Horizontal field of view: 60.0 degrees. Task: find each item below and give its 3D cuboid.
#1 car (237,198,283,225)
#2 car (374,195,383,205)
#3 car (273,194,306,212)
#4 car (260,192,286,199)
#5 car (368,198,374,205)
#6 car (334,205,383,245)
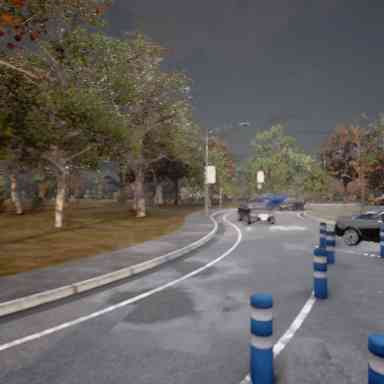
[{"bbox_3d":[4.462,1.434,23.677,2.128,1.511,4.902,0,0,-3],"label":"car"},{"bbox_3d":[27.974,1.234,44.912,5.008,1.535,1.882,0,0,4],"label":"car"},{"bbox_3d":[11.181,1.335,37.096,1.837,1.490,4.892,-2,-1,38],"label":"car"},{"bbox_3d":[9.721,1.036,40.537,2.150,2.045,5.566,-1,0,42],"label":"car"},{"bbox_3d":[28.167,1.185,48.155,5.008,1.535,1.882,0,0,4],"label":"car"},{"bbox_3d":[8.153,1.485,13.233,2.128,1.511,4.902,0,0,-32],"label":"car"}]
